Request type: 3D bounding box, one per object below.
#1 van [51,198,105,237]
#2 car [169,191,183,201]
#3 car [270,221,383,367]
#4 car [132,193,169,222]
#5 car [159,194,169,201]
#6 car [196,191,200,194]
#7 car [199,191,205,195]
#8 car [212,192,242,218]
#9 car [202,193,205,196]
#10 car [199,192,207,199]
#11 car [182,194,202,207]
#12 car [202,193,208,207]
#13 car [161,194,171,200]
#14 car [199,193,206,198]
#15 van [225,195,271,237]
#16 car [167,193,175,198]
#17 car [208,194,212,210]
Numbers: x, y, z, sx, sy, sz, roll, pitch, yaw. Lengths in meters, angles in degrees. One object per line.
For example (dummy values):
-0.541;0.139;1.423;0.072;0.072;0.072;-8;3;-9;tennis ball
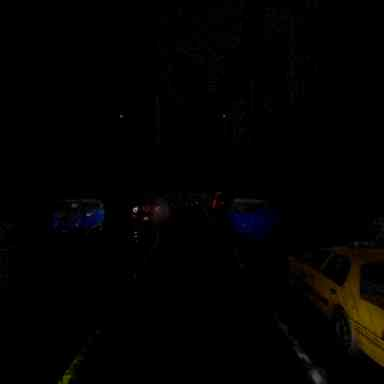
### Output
-5.673;1.232;16.902;1.690;1.788;3.998;0;0;0;van
-3.008;0.792;66.078;2.150;2.045;5.566;0;0;0;car
2.852;1.488;5.784;1.752;1.417;4.829;0;0;0;car
-3.098;1.192;24.598;2.097;1.767;4.553;0;0;0;car
-5.671;1.077;67.572;1.752;1.417;4.829;0;0;0;car
0.005;1.091;61.434;1.837;1.490;4.892;0;0;1;car
2.853;0.990;67.747;1.967;1.590;4.097;0;0;0;car
3.107;1.048;27.746;2.150;2.045;5.566;0;0;0;car
2.854;1.215;50.803;2.008;1.369;4.403;0;0;0;car
2.854;0.879;84.692;1.967;1.590;4.097;0;0;0;car
0.004;1.322;44.366;1.895;1.301;4.718;0;0;0;car
2.854;1.253;45.154;2.008;1.369;4.403;0;0;0;car
-5.671;1.079;73.391;1.947;1.339;4.313;0;0;0;car
2.855;0.947;90.341;1.887;1.381;4.507;0;0;0;car
2.851;1.232;16.909;1.690;1.788;3.998;0;0;0;van
-5.670;0.968;90.337;1.947;1.339;4.313;0;0;0;car
3.107;0.993;34.746;2.150;2.045;5.566;0;0;0;car
